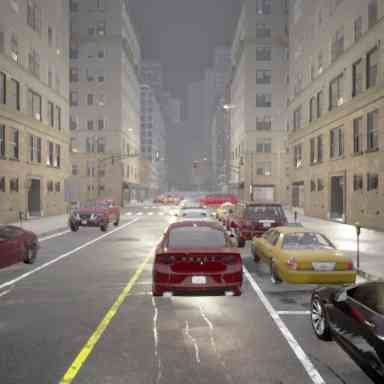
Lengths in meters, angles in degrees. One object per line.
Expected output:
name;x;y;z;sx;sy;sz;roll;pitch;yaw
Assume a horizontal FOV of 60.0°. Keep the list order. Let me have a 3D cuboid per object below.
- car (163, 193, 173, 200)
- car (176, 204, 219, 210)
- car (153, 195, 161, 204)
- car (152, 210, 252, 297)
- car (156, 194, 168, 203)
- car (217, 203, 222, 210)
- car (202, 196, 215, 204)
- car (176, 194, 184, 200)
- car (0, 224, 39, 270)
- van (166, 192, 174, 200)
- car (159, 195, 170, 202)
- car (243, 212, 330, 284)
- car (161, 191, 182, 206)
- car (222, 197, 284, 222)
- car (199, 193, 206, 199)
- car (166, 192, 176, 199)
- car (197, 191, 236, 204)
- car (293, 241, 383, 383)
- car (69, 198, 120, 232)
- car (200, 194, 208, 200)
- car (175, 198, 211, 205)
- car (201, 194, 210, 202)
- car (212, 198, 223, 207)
car;-5.698;1.105;79.615;1.967;1.590;4.097;1;0;0
car;0.110;1.509;16.158;1.812;1.442;4.674;0;0;0
car;-5.716;1.359;57.922;1.887;1.381;4.507;0;0;0
car;0.078;1.472;8.627;1.882;1.535;5.008;0;0;-1
car;-5.711;1.221;63.345;1.967;1.590;4.097;1;0;0
car;2.781;1.557;20.250;1.802;1.307;4.206;0;0;0
car;2.809;1.365;57.908;2.008;1.369;4.403;0;0;0
car;-2.943;1.180;80.755;1.812;1.442;4.674;0;0;0
car;-5.754;1.576;9.158;1.802;1.307;4.206;0;0;0
van;-5.693;0.964;85.037;1.690;1.788;3.998;1;0;0
car;-5.708;1.289;68.769;1.887;1.381;4.507;1;0;0
car;2.773;1.519;9.315;1.752;1.417;4.829;0;0;0
car;-3.112;1.202;51.752;2.097;1.767;4.553;0;0;2
car;2.777;1.302;14.699;2.192;1.841;5.009;0;0;0
car;2.835;1.020;90.448;1.967;1.590;4.097;1;0;0
car;-5.689;0.895;90.459;2.192;1.841;5.009;1;0;0
car;2.816;1.123;40.959;5.566;2.045;2.150;0;0;0
car;2.767;1.566;3.594;1.947;1.339;4.313;0;0;0
car;-5.744;1.290;20.263;2.192;1.841;5.009;0;0;0
car;2.825;1.247;79.604;1.802;1.307;4.206;1;0;0
car;0.091;1.453;25.300;2.128;1.511;4.902;0;0;0
car;2.818;1.268;68.924;1.752;1.417;4.829;1;0;0
car;2.785;1.485;25.974;1.752;1.417;4.829;0;0;0
